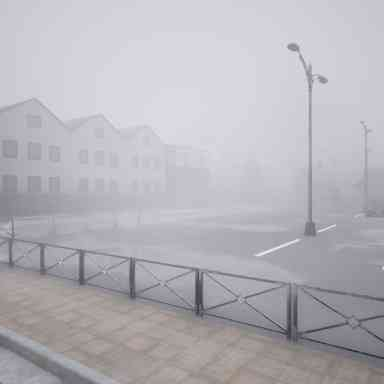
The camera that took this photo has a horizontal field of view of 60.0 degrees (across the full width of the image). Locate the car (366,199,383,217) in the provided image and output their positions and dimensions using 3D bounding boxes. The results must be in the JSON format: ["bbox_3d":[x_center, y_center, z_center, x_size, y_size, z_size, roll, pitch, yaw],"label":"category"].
[{"bbox_3d":[15.327,1.298,26.875,2.007,1.523,4.514,0,0,35],"label":"car"}]
